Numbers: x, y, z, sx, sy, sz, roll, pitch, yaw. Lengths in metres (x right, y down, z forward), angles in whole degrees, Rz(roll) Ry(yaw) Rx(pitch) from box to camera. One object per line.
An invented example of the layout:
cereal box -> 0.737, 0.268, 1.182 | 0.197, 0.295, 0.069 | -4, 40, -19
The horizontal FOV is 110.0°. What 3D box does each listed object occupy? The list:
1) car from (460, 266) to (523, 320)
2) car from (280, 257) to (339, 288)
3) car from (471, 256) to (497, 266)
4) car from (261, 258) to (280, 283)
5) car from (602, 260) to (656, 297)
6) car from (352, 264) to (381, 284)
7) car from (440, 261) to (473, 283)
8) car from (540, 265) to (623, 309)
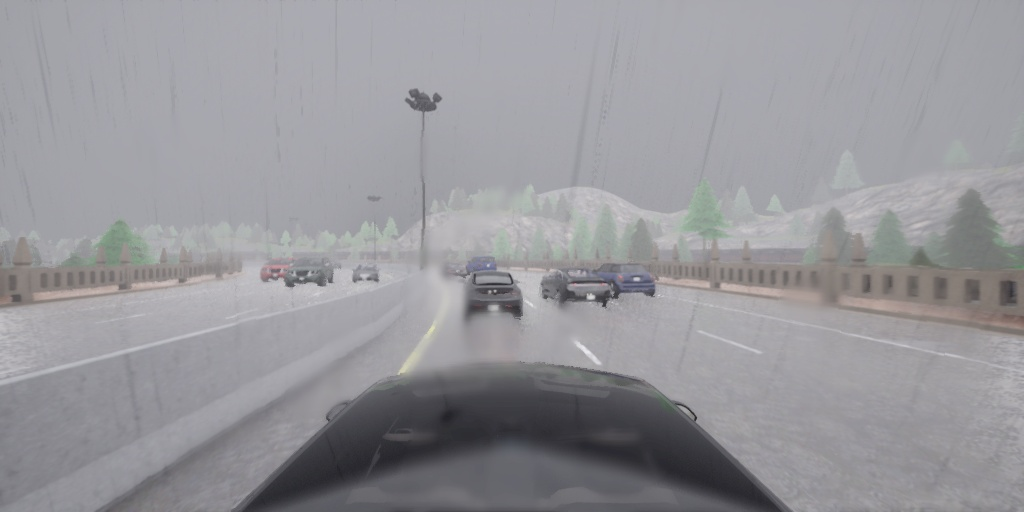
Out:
car -> -0.767, 1.271, 12.677 | 1.837, 1.490, 4.892 | 0, 0, -7
car -> -14.235, 1.098, 25.580 | 2.150, 2.045, 5.566 | 0, 0, -17
car -> -3.223, 1.055, 37.231 | 2.150, 2.045, 5.566 | 0, 0, -20
car -> -19.744, 1.161, 30.992 | 2.150, 2.045, 5.566 | 0, 0, -21
car -> 5.402, 1.094, 18.590 | 2.097, 1.767, 4.553 | 0, 0, -10
car -> -11.606, 1.362, 28.759 | 2.128, 1.511, 4.902 | 0, 0, -18
car -> -5.465, 1.387, 33.256 | 2.033, 1.411, 5.357 | 0, 0, -19
car -> 2.453, 1.245, 14.954 | 2.128, 1.511, 4.902 | 0, 0, -8
